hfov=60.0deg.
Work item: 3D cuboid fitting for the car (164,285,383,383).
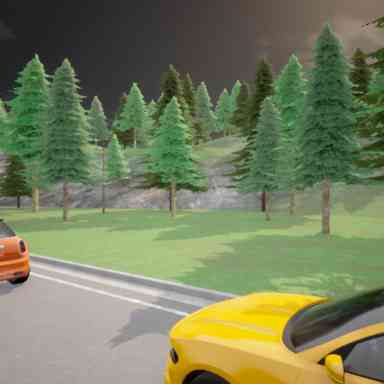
[{"bbox_3d":[2.028,1.478,2.545,5.008,1.535,1.882,0,0,35],"label":"car"}]

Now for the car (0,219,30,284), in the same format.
[{"bbox_3d":[-6.097,1.348,8.317,4.553,1.767,2.097,0,0,35],"label":"car"}]
